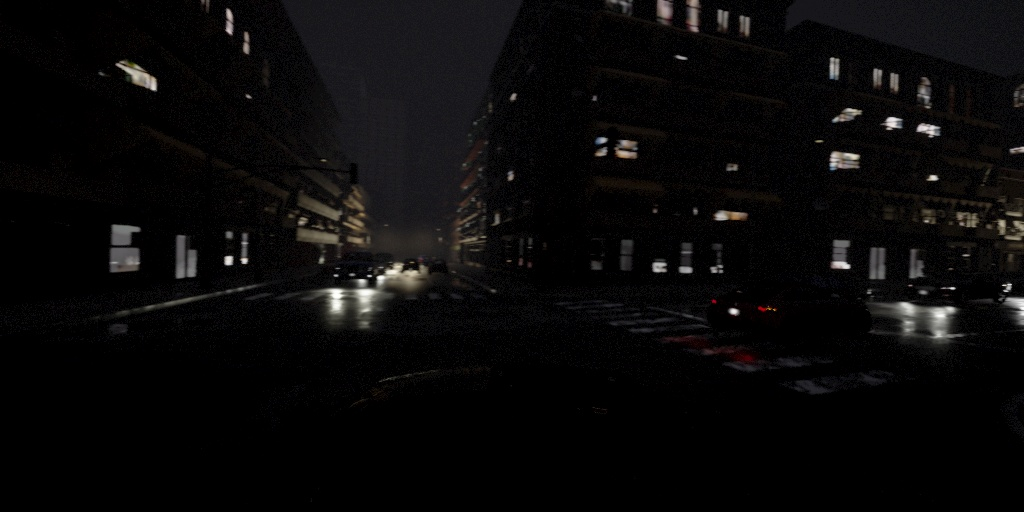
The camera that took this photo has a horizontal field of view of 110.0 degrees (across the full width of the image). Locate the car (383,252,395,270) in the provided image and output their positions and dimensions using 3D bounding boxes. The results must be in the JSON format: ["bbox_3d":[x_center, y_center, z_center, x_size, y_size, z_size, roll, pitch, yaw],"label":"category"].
[{"bbox_3d":[-15.364,0.581,43.265,2.150,2.045,5.566,2,0,-15],"label":"car"}]

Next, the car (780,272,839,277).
[{"bbox_3d":[11.680,1.368,14.311,5.357,1.411,2.033,1,1,-16],"label":"car"}]

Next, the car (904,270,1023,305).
[{"bbox_3d":[21.183,1.434,17.081,4.902,1.511,2.128,1,1,-16],"label":"car"}]

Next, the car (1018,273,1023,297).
[{"bbox_3d":[31.049,1.670,19.956,4.718,1.301,1.895,1,1,-16],"label":"car"}]

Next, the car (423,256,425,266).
[{"bbox_3d":[-11.899,1.024,51.980,2.007,1.370,4.403,0,0,-15],"label":"car"}]

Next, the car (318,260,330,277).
[{"bbox_3d":[-14.079,0.925,28.440,2.007,1.370,4.403,0,0,-15],"label":"car"}]

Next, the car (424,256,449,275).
[{"bbox_3d":[-7.478,1.016,35.997,1.967,1.591,4.097,0,0,-15],"label":"car"}]

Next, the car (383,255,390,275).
[{"bbox_3d":[-12.643,0.948,33.114,1.812,1.442,4.674,2,0,-15],"label":"car"}]

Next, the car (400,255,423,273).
[{"bbox_3d":[-10.528,0.995,37.391,1.837,1.490,4.892,2,0,-15],"label":"car"}]

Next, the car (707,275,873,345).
[{"bbox_3d":[7.406,1.371,9.612,4.181,1.385,1.994,0,1,-20],"label":"car"}]

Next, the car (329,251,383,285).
[{"bbox_3d":[-9.942,0.707,23.359,2.150,2.045,5.566,2,0,-16],"label":"car"}]
